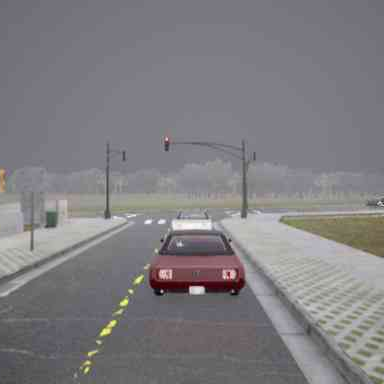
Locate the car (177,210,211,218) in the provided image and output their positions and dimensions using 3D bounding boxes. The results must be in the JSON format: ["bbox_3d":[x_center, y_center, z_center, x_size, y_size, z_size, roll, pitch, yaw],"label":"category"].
[{"bbox_3d":[0.102,1.605,17.758,1.895,1.301,4.718,0,0,3],"label":"car"}]

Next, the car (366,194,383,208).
[{"bbox_3d":[21.640,0.914,36.413,4.892,1.490,1.837,-2,-1,2],"label":"car"}]

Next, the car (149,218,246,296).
[{"bbox_3d":[0.102,1.598,8.590,1.895,1.301,4.718,0,0,0],"label":"car"}]
